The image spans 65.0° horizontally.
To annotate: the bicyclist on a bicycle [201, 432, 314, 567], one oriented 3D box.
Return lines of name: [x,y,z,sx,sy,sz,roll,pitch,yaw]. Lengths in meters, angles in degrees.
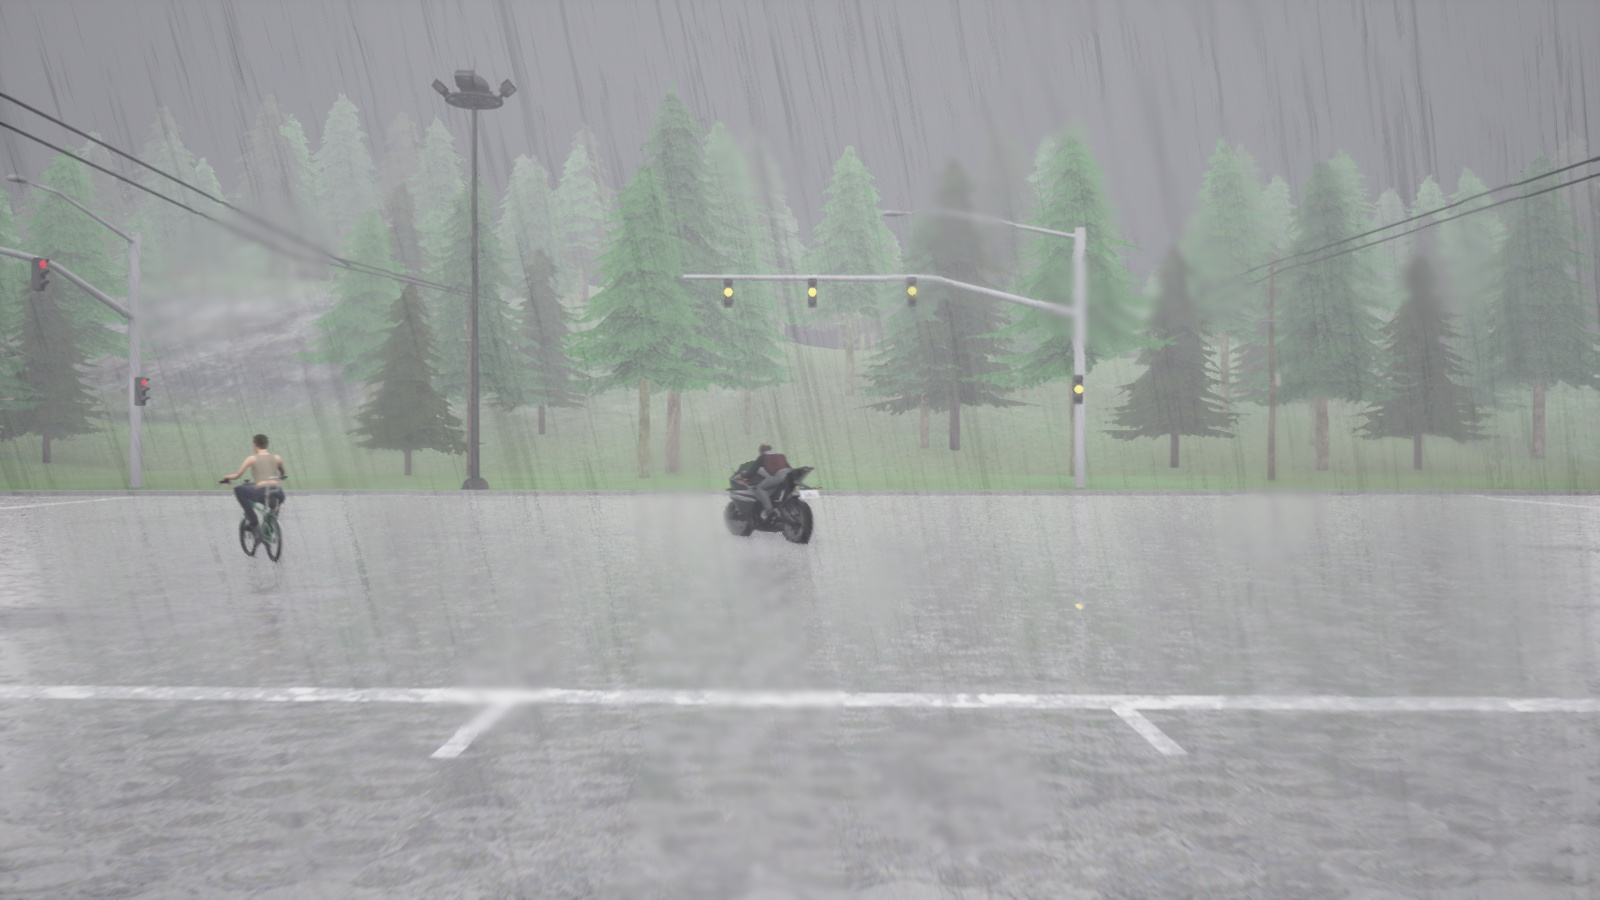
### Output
bicyclist on a bicycle: [-6.932,0.587,16.018,0.866,1.612,1.509,-2,2,-41]

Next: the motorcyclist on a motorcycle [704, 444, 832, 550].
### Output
motorcyclist on a motorcycle: [-0.526,0.673,19.252,0.866,1.530,2.191,-1,1,-36]
